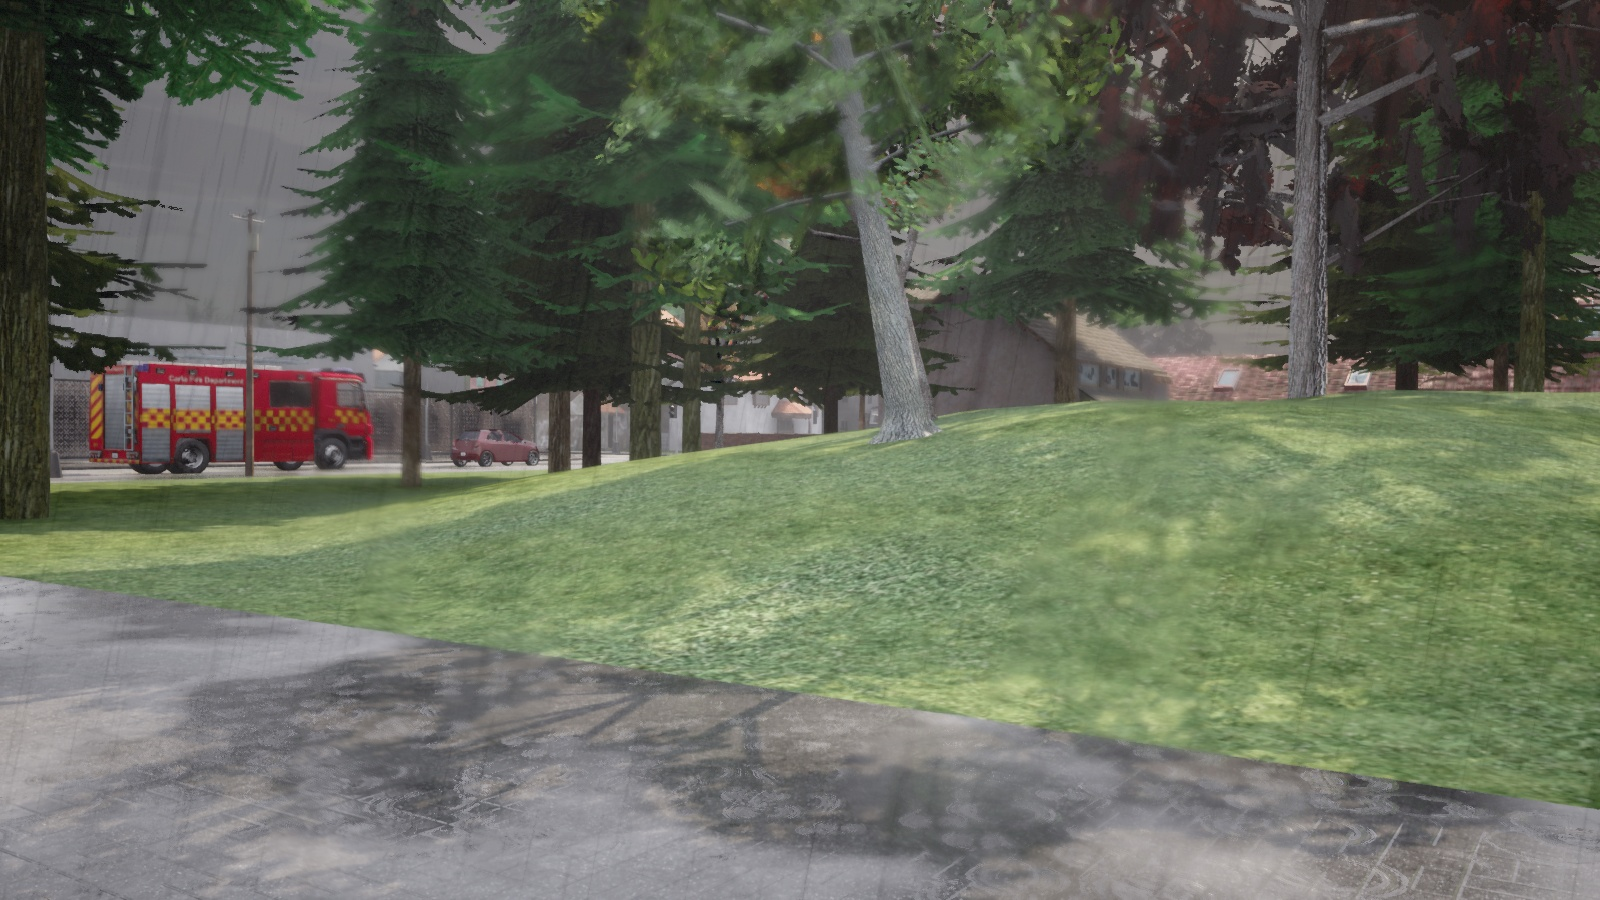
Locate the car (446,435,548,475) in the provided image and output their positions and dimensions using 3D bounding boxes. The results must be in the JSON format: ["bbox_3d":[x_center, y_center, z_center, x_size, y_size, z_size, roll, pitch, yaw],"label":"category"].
[{"bbox_3d":[-12.067,0.169,50.173,1.845,1.501,3.633,0,1,33],"label":"car"}]

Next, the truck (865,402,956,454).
[{"bbox_3d":[7.773,-1.513,87.329,2.891,3.462,7.936,0,1,33],"label":"truck"}]

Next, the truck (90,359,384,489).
[{"bbox_3d":[-18.100,-0.831,41.094,2.891,3.827,8.468,0,1,34],"label":"truck"}]
